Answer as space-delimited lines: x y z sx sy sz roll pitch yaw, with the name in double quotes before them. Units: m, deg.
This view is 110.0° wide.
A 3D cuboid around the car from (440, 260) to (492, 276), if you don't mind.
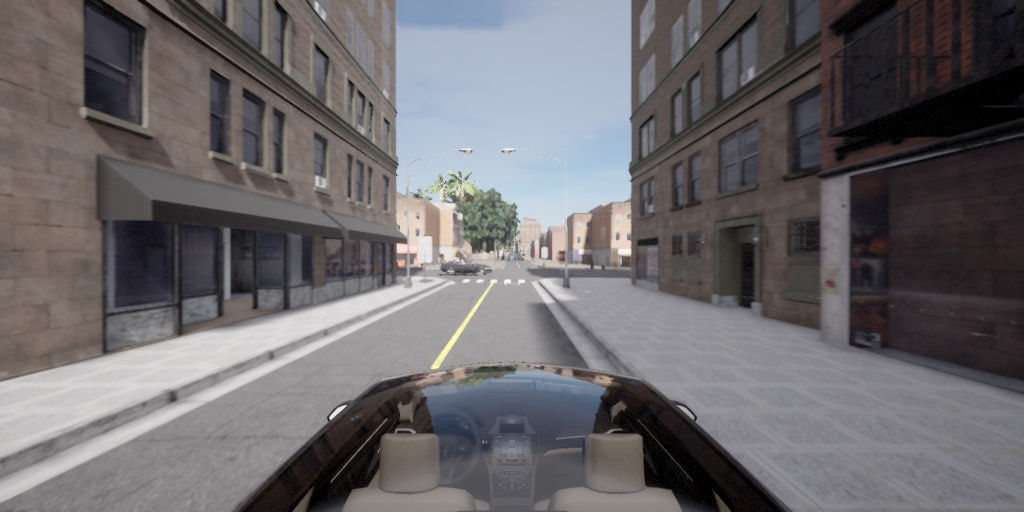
"car" -4.308 1.081 33.848 4.902 1.511 2.128 1 0 0
